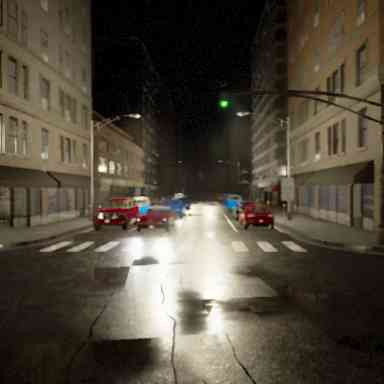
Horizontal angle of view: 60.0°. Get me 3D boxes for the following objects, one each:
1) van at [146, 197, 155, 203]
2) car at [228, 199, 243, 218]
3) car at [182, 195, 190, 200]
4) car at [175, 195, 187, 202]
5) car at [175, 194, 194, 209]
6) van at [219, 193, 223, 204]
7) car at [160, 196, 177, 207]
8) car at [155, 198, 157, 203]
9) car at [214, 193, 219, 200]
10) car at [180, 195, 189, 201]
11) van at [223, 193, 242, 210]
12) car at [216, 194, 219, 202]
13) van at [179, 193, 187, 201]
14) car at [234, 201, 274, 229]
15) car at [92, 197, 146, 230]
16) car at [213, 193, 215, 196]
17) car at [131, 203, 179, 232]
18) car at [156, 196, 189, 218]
[{"bbox_3d":[-4.350,1.307,26.486,1.690,1.788,3.998,-1,0,3],"label":"van"},{"bbox_3d":[4.168,1.466,26.089,1.947,1.339,4.313,-1,0,3],"label":"car"},{"bbox_3d":[-1.528,1.378,86.936,1.802,1.307,4.206,-1,0,3],"label":"car"},{"bbox_3d":[-2.298,1.391,70.449,2.008,1.369,4.403,-1,0,3],"label":"car"},{"bbox_3d":[-1.137,1.386,39.523,1.882,1.535,5.008,0,0,3],"label":"car"},{"bbox_3d":[5.191,1.178,48.070,1.690,1.788,3.998,-1,0,3],"label":"van"},{"bbox_3d":[-3.324,1.343,48.468,1.967,1.590,4.097,-1,0,3],"label":"car"},{"bbox_3d":[-3.837,1.375,37.477,1.967,1.590,4.097,-1,0,3],"label":"car"},{"bbox_3d":[6.219,1.356,70.052,1.802,1.307,4.206,-1,0,3],"label":"car"},{"bbox_3d":[-1.785,1.377,81.440,1.947,1.339,4.313,-1,0,3],"label":"car"},{"bbox_3d":[4.678,1.210,37.079,1.690,1.788,3.998,-1,0,3],"label":"van"},{"bbox_3d":[5.706,1.387,59.062,1.802,1.307,4.206,-1,0,3],"label":"car"},{"bbox_3d":[-2.043,1.166,75.944,1.690,1.788,3.998,-1,0,3],"label":"van"},{"bbox_3d":[3.911,1.461,20.593,1.887,1.381,4.507,-1,0,3],"label":"car"},{"bbox_3d":[-4.607,1.297,20.991,2.192,1.841,5.009,-1,0,3],"label":"car"},{"bbox_3d":[6.472,1.074,75.546,2.192,1.841,5.009,-1,0,3],"label":"car"},{"bbox_3d":[-2.075,1.566,20.062,1.895,1.301,4.718,0,0,3],"label":"car"},{"bbox_3d":[-1.629,1.415,29.497,1.882,1.535,5.008,0,0,3],"label":"car"}]
